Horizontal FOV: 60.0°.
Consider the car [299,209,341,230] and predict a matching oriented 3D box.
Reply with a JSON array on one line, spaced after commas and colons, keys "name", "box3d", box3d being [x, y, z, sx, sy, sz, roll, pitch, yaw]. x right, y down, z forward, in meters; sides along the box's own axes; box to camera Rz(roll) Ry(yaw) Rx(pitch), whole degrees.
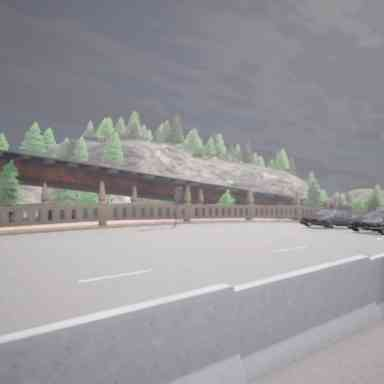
[{"name": "car", "box3d": [10.138, 1.928, 24.116, 5.357, 1.411, 2.033, 4, -2, -35]}]

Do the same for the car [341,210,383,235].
[{"name": "car", "box3d": [12.165, 1.928, 21.262, 5.357, 1.411, 2.033, 4, -2, -35]}]
